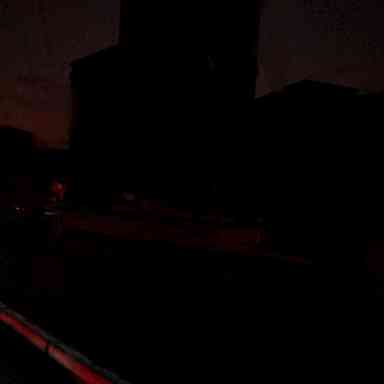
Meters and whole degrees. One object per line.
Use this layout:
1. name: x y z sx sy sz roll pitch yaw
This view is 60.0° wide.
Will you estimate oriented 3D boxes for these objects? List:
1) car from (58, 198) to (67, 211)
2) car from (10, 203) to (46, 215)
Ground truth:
1. car: -18.272 2.048 51.825 2.150 2.045 5.566 5 -1 19
2. car: -19.815 2.012 40.528 2.033 1.411 5.357 4 -1 3
